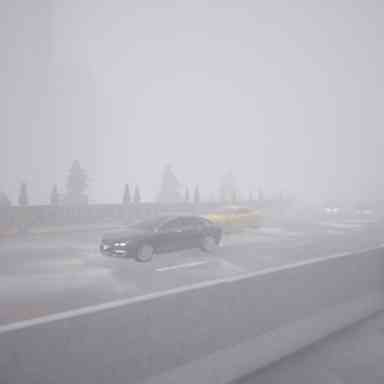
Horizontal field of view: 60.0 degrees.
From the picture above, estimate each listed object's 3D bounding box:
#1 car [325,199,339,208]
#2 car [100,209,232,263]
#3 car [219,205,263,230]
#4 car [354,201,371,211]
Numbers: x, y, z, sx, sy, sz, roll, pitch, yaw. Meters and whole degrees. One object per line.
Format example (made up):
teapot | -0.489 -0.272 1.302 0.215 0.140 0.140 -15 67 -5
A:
car | 23.705 1.960 56.574 2.128 1.511 4.902 0 -1 17
car | -0.969 1.571 12.400 4.892 1.490 1.837 0 0 -40
car | 2.390 1.592 20.240 1.882 1.535 5.008 0 0 44
car | 24.215 1.919 47.385 1.994 1.385 4.181 0 -1 22
